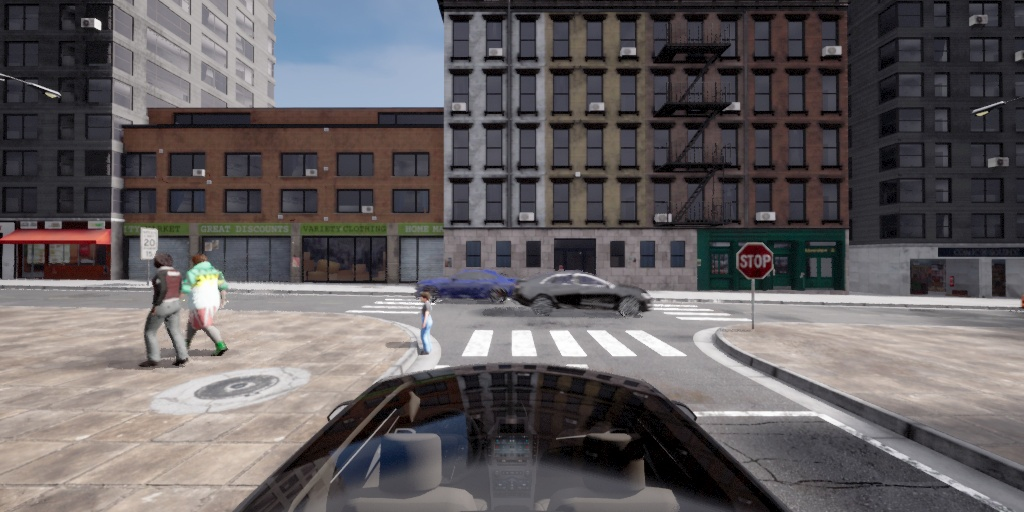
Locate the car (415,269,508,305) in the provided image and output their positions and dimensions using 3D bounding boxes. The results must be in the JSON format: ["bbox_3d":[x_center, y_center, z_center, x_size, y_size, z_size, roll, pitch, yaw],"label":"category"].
[{"bbox_3d":[-1.850,1.278,15.733,4.674,1.442,1.812,1,0,0],"label":"car"}]

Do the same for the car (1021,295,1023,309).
[{"bbox_3d":[25.593,1.753,15.644,4.553,1.767,2.097,1,0,0],"label":"car"}]

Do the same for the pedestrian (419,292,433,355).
[{"bbox_3d":[-1.752,1.326,7.347,0.375,1.300,0.375,0,0,0],"label":"pedestrian"}]

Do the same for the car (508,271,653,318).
[{"bbox_3d":[2.413,1.306,12.772,4.902,1.511,2.128,1,-1,0],"label":"car"}]

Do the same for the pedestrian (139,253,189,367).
[{"bbox_3d":[-5.636,0.849,5.806,0.375,1.860,0.375,0,0,0],"label":"pedestrian"}]

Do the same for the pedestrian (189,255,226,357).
[{"bbox_3d":[-5.606,0.849,6.522,0.375,1.860,0.375,0,0,0],"label":"pedestrian"}]
